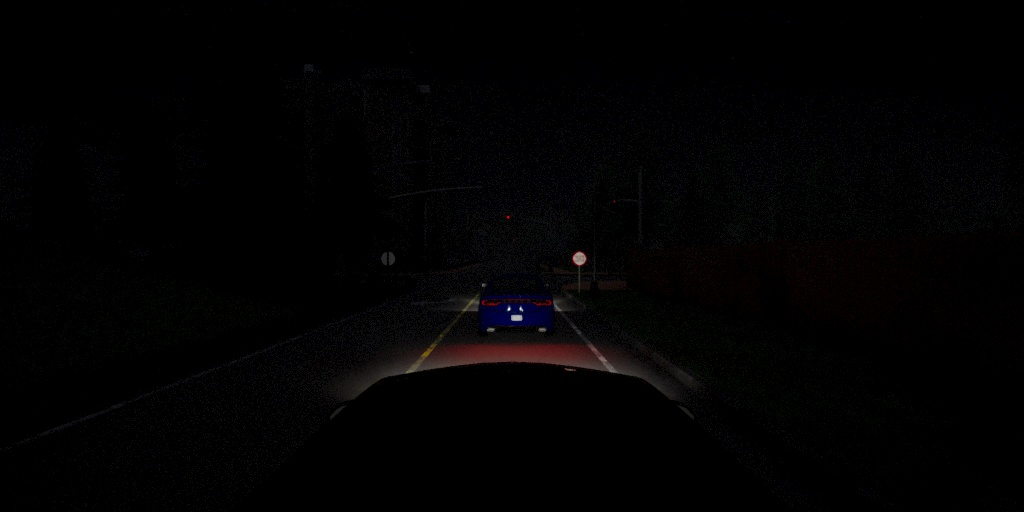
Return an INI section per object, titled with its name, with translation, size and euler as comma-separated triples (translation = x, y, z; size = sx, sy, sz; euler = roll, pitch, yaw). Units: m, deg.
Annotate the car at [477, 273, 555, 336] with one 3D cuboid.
[car]
translation = 0.100, 1.228, 10.458
size = 1.882, 1.535, 5.008
euler = 0, 0, 0
